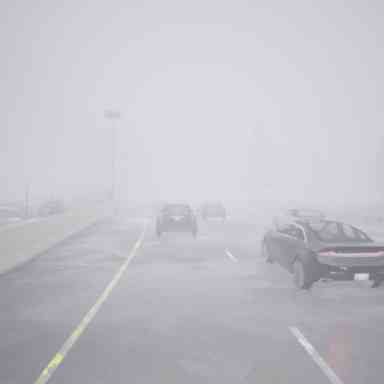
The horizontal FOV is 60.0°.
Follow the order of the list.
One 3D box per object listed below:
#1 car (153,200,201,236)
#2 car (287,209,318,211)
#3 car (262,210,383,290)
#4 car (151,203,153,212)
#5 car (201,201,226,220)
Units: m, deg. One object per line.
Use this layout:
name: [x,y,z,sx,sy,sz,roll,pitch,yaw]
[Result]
car: [-0.933,1.357,18.522,2.097,1.767,4.553,0,0,-5]
car: [6.097,1.585,18.803,1.895,1.301,4.718,0,0,-5]
car: [3.277,1.483,9.064,2.128,1.511,4.902,0,0,-3]
car: [-3.481,1.563,36.721,2.033,1.411,5.357,0,0,-11]
car: [1.509,1.491,27.696,2.128,1.511,4.902,0,0,-8]
